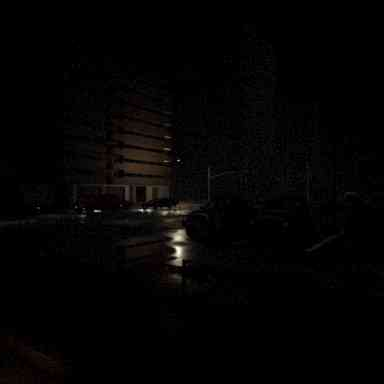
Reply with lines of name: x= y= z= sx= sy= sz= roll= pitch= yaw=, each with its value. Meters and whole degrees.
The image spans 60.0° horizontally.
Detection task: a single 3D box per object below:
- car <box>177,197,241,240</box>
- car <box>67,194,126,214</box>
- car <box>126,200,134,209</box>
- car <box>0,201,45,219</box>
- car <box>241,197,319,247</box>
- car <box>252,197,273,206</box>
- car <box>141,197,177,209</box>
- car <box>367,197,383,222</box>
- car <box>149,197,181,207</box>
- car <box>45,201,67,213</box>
car: x=1.542 y=1.153 z=16.003 sx=1.932 sy=1.855 sz=4.605 roll=0 pitch=0 yaw=34
car: x=-10.305 y=1.221 z=36.295 sx=2.150 sy=2.045 sz=5.566 roll=0 pitch=0 yaw=34
car: x=-9.952 y=1.547 z=43.102 sx=2.033 sy=1.411 sz=5.357 roll=0 pitch=0 yaw=34
car: x=-15.411 y=1.564 z=28.694 sx=1.994 sy=1.385 sz=4.181 roll=0 pitch=0 yaw=34
car: x=3.909 y=1.156 z=14.336 sx=1.905 sy=1.878 sz=3.866 roll=0 pitch=0 yaw=34
car: x=12.090 y=1.526 z=56.754 sx=1.812 sy=1.442 sz=4.674 roll=0 pitch=0 yaw=34
car: x=-4.497 y=1.547 z=44.933 sx=2.033 sy=1.411 sz=5.357 roll=0 pitch=0 yaw=34
car: x=15.935 y=1.395 z=27.290 sx=1.970 sy=1.475 sz=3.806 roll=0 pitch=0 yaw=34
car: x=-4.121 y=1.547 z=51.719 sx=2.033 sy=1.411 sz=5.357 roll=0 pitch=0 yaw=35
car: x=-15.327 y=1.601 z=35.098 sx=1.895 sy=1.301 sz=4.718 roll=0 pitch=0 yaw=34
